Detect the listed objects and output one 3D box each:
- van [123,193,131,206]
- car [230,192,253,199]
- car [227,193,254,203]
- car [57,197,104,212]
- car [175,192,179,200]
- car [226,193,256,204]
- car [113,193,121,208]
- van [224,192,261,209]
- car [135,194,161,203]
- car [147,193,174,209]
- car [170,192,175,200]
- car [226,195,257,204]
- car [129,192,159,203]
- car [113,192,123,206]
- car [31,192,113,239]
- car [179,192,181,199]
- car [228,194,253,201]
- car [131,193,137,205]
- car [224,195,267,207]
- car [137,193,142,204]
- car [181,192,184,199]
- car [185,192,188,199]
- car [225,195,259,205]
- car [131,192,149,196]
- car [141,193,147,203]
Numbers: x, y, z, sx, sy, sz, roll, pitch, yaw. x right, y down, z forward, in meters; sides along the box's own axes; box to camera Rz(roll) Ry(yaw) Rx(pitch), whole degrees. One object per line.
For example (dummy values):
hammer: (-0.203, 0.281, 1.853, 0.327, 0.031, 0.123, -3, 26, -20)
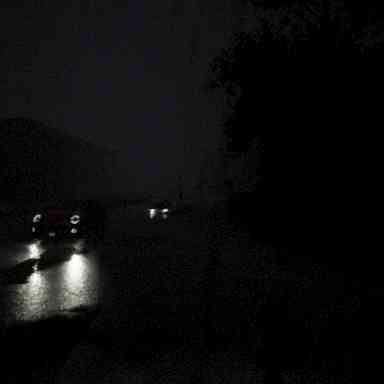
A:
van: (-11.133, 1.043, 45.738, 4.442, 1.987, 1.878, -1, 0, -15)
car: (13.348, 0.929, 89.579, 5.566, 2.045, 2.435, 0, 0, -10)
car: (9.188, 1.083, 63.215, 4.553, 1.767, 2.185, 1, 0, -12)
car: (-12.192, 1.308, 36.736, 4.792, 1.488, 2.163, -1, 0, -16)
car: (-6.516, 1.258, 81.642, 4.892, 1.521, 2.231, -1, 0, -11)
car: (8.382, 1.089, 57.332, 4.553, 1.767, 2.185, 1, 0, -13)
car: (-11.596, 1.265, 39.738, 5.366, 1.575, 1.946, -1, 0, -16)
van: (6.491, 1.004, 39.630, 4.442, 1.987, 1.878, 1, 0, -15)
car: (-8.809, 1.264, 66.713, 5.008, 1.535, 2.097, -1, 0, -12)
car: (-3.812, 1.245, 41.441, 1.882, 1.535, 5.008, 0, 0, 5)
car: (-6.993, 1.133, 78.661, 4.553, 1.767, 2.185, -1, 0, -11)
car: (8.063, 1.258, 54.397, 4.674, 1.452, 2.002, 1, 0, -13)
car: (-9.183, 1.013, 63.728, 5.566, 2.045, 2.435, -1, 0, -13)
car: (-11.549, 1.146, 42.691, 4.553, 1.767, 2.185, -1, 0, -15)
car: (-5.413, 1.021, 15.280, 2.097, 1.767, 4.553, 1, 2, 2)
car: (-6.036, 1.256, 84.623, 5.008, 1.535, 2.097, -1, 0, -11)
car: (10.434, 1.229, 72.021, 4.792, 1.488, 2.163, 0, 0, -11)
car: (-10.952, 1.271, 48.712, 4.892, 1.521, 2.231, -1, 0, -15)
car: (7.315, 1.224, 45.607, 5.366, 1.575, 1.946, 1, 0, -14)
car: (-10.628, 1.308, 51.713, 4.674, 1.452, 2.002, -1, 0, -14)
car: (-5.696, 1.254, 87.552, 5.366, 1.575, 1.946, -1, 0, -10)
car: (-4.492, 1.279, 93.517, 4.792, 1.488, 2.163, -1, 0, -10)
car: (7.737, 1.260, 51.454, 4.674, 1.452, 2.002, 1, 0, -14)
car: (-9.585, 1.306, 60.715, 4.674, 1.452, 2.002, -1, 0, -13)
car: (-10.304, 1.308, 54.721, 4.674, 1.452, 2.002, -1, 0, -14)
